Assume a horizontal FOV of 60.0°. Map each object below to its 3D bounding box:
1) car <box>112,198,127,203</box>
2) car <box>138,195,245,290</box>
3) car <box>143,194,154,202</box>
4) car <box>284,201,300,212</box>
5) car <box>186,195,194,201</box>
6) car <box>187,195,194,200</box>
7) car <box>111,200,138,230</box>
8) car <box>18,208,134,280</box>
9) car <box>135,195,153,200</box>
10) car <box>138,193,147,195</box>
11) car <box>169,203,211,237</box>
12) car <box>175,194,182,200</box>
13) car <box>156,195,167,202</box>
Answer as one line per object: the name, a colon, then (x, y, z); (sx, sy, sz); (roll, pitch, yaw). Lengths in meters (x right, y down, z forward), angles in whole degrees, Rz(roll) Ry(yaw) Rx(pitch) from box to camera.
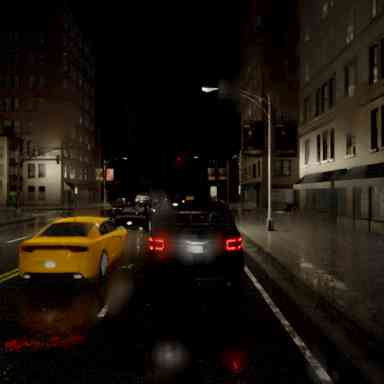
car: (-10.175, 1.549, 47.792); (1.994, 1.385, 4.181); (0, 0, 2)
car: (0.051, 1.220, 9.210); (2.150, 2.045, 5.566); (0, 0, 0)
car: (-10.186, 1.322, 78.159); (2.097, 1.767, 4.553); (0, 0, 0)
car: (12.569, 1.593, 37.742); (4.181, 1.385, 1.994); (0, 0, 0)
car: (-0.451, 1.441, 81.034); (1.882, 1.535, 5.008); (0, 0, 0)
car: (-0.510, 1.424, 91.484); (1.895, 1.301, 4.718); (0, 0, 0)
car: (-3.258, 1.473, 19.784); (1.882, 1.535, 5.008); (0, 0, 0)
car: (-3.204, 1.476, 9.950); (1.882, 1.535, 5.008); (0, 0, 0)
car: (-6.827, 1.549, 48.251); (1.994, 1.385, 4.181); (0, 0, -2)
car: (-10.133, 1.197, 67.950); (2.150, 2.045, 5.566); (0, 0, 0)
car: (-0.103, 1.487, 19.077); (2.128, 1.511, 4.902); (0, 0, 0)
car: (-3.760, 1.329, 91.436); (1.837, 1.490, 4.892); (0, 0, 0)
car: (-6.928, 1.507, 76.778); (2.033, 1.411, 5.357); (0, 0, 0)
